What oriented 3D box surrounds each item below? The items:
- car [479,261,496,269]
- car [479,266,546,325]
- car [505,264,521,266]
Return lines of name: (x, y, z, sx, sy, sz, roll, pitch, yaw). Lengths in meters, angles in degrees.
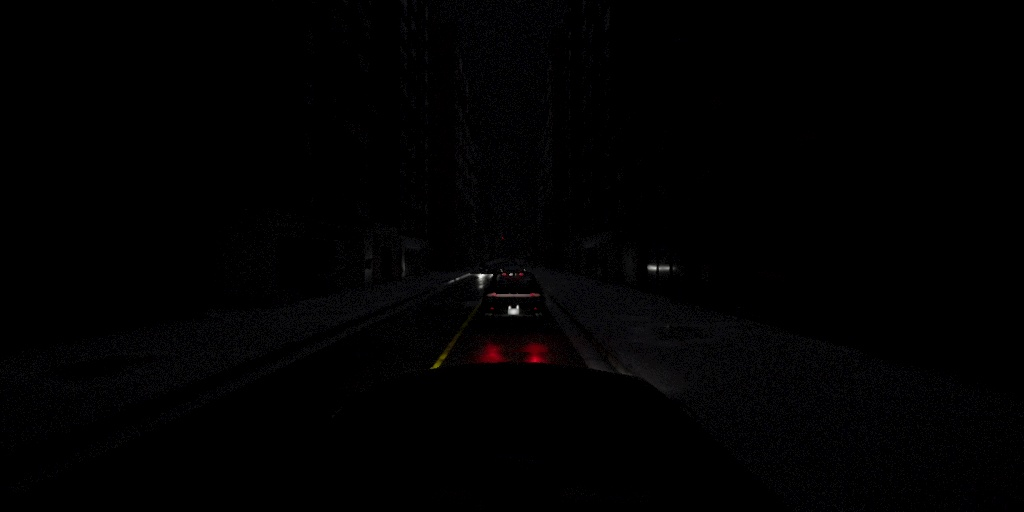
car: (-2.843, 1.353, 42.580, 1.812, 1.442, 4.674, 0, 0, 0)
car: (0.059, 1.262, 11.929, 2.128, 1.511, 4.902, 0, 0, 0)
car: (0.068, 1.347, 27.951, 2.033, 1.411, 5.357, 0, 0, 0)
